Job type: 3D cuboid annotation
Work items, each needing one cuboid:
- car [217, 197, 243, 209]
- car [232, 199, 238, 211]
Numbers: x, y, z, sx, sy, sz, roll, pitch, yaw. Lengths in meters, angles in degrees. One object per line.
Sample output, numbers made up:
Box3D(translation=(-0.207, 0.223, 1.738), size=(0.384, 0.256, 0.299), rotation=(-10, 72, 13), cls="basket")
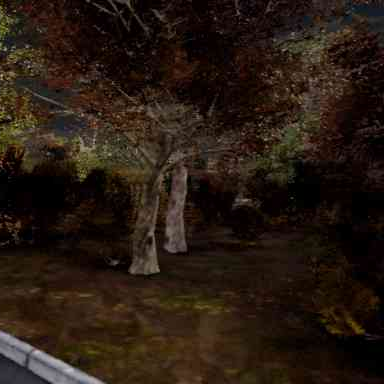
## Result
Box3D(translation=(7.057, 1.983, 61.901), size=(2.435, 2.045, 5.566), rotation=(0, 0, 35), cls="car")
Box3D(translation=(6.964, 2.010, 45.912), size=(2.435, 2.045, 5.566), rotation=(0, 0, 35), cls="car")
